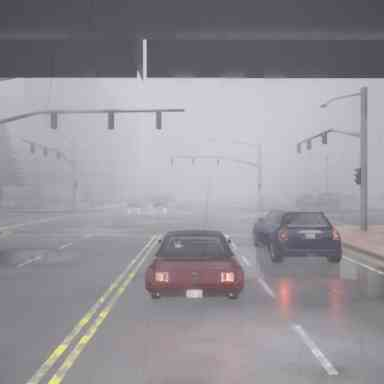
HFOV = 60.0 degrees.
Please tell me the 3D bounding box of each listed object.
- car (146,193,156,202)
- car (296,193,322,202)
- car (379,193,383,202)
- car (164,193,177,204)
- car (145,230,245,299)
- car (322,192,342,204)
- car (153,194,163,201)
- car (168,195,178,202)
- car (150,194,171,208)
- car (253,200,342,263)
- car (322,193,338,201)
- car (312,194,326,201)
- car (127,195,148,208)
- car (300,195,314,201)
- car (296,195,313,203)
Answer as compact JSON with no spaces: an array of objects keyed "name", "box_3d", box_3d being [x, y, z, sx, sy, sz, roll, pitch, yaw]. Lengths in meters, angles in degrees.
[{"name":"car","box_3d":[-8.053,1.195,65.131,2.150,2.045,5.566,0,0,0]},{"name":"car","box_3d":[16.642,1.134,48.193,1.932,1.855,4.605,0,0,0]},{"name":"car","box_3d":[39.086,1.127,65.764,1.932,1.855,4.605,0,0,0]},{"name":"car","box_3d":[-4.558,1.195,64.320,2.150,2.045,5.566,0,0,0]},{"name":"car","box_3d":[0.066,1.597,8.384,1.895,1.301,4.718,0,0,0]},{"name":"car","box_3d":[19.536,1.137,48.148,1.905,1.878,3.866,0,0,0]},{"name":"car","box_3d":[-8.118,1.309,80.256,2.097,1.767,4.553,0,0,0]},{"name":"car","box_3d":[-4.613,1.482,79.416,2.128,1.511,4.902,0,0,0]},{"name":"car","box_3d":[-4.495,1.484,47.764,1.837,1.490,4.892,0,0,0]},{"name":"car","box_3d":[3.580,1.347,12.150,2.097,1.767,4.553,0,0,0]},{"name":"car","box_3d":[33.489,1.120,80.809,1.932,1.855,4.605,0,0,0]},{"name":"car","box_3d":[30.806,1.331,80.750,1.784,1.438,3.905,0,0,0]},{"name":"car","box_3d":[-7.995,1.528,47.584,2.033,1.411,5.357,0,0,0]},{"name":"car","box_3d":[27.911,1.363,80.742,1.970,1.475,3.806,0,0,0]},{"name":"car","box_3d":[22.189,1.369,65.623,1.970,1.475,3.806,0,0,0]}]
